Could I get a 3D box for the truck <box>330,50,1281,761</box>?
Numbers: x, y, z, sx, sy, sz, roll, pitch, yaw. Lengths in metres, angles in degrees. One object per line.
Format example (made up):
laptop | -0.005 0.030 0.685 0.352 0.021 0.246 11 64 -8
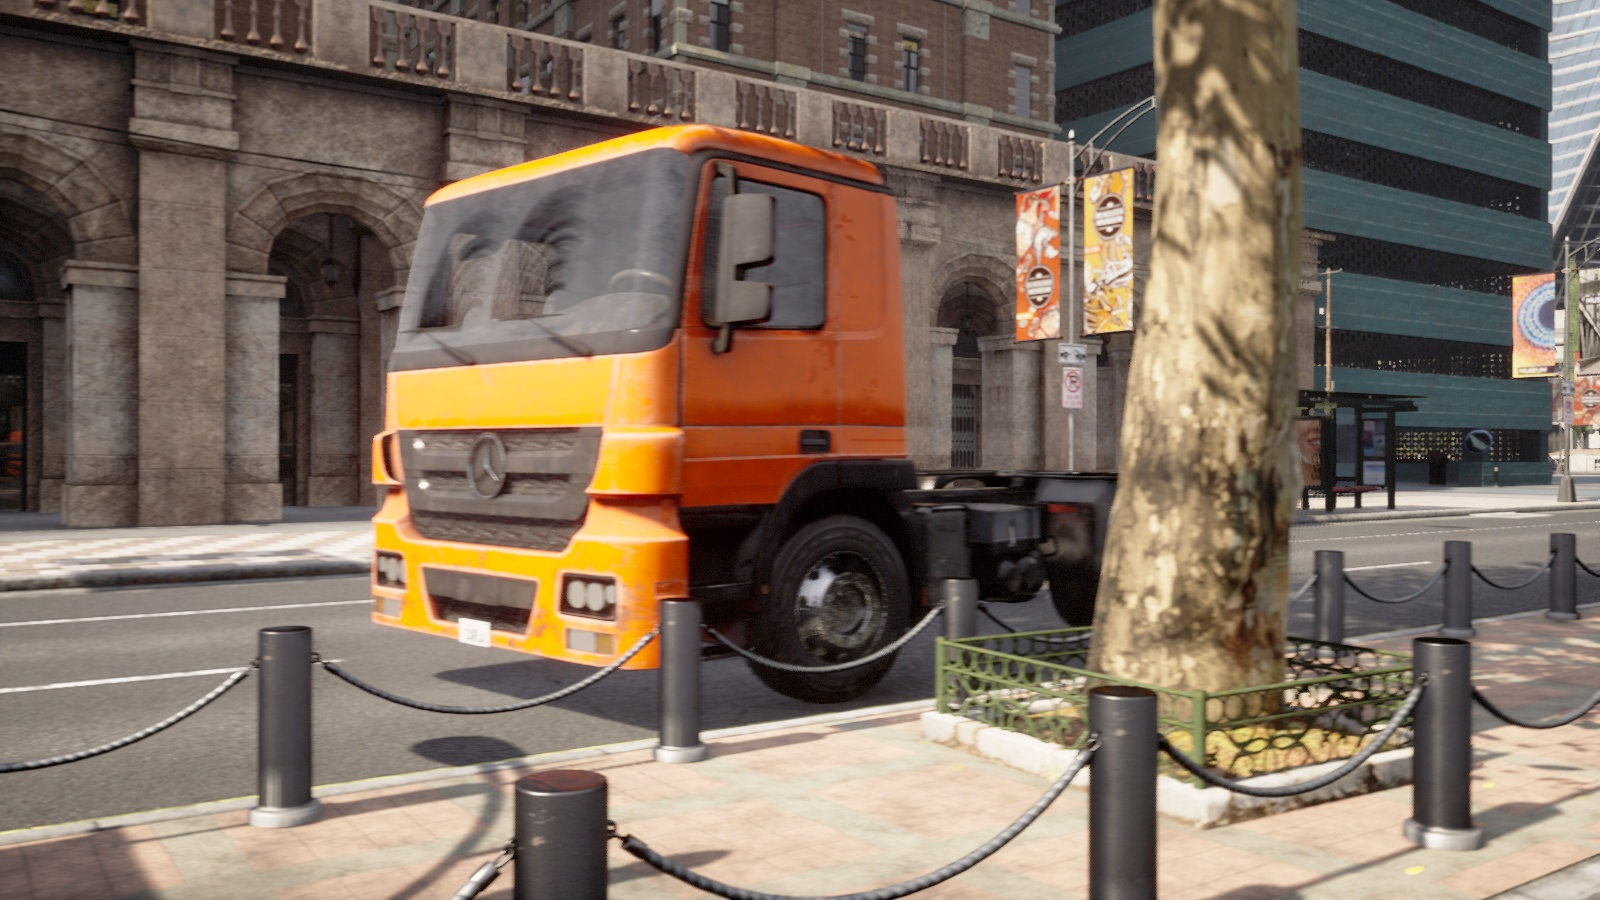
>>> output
truck | 0.752 -0.214 9.984 2.891 3.462 7.936 0 0 44
